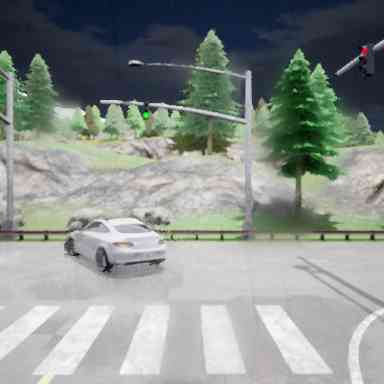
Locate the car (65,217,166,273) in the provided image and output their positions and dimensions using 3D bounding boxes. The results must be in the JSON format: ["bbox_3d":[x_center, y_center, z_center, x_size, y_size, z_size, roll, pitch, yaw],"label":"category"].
[{"bbox_3d":[-2.582,1.549,10.884,1.812,1.442,4.674,1,-1,-37],"label":"car"}]
